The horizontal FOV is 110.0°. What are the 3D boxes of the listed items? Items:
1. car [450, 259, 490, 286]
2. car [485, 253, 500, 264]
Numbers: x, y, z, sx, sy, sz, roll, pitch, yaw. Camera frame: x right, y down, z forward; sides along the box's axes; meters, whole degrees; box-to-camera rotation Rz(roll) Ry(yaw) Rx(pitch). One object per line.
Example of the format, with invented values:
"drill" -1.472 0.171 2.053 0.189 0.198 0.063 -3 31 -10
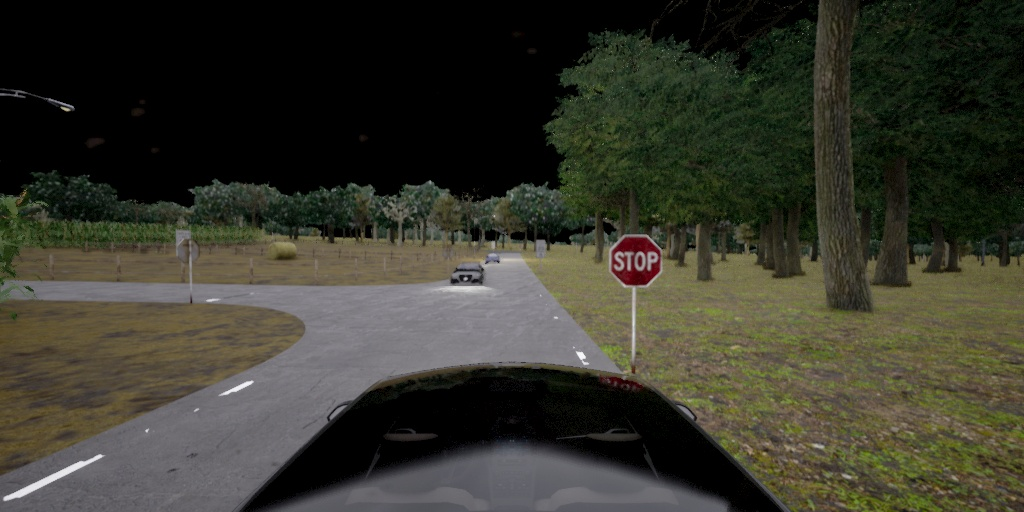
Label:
"car" -2.716 1.091 22.996 1.994 1.385 4.181 0 1 0
"car" -2.668 0.361 49.822 1.812 1.442 4.674 0 2 0
